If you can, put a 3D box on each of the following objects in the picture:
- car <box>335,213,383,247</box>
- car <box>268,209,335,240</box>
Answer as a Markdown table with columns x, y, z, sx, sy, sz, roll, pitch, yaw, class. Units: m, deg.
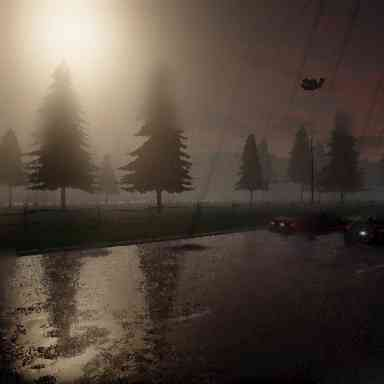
| x | y | z | sx | sy | sz | roll | pitch | yaw | class |
| --- | --- | --- | --- | --- | --- | --- | --- | --- | --- |
| 8.269 | 1.571 | 14.066 | 4.181 | 1.385 | 1.994 | 0 | 0 | -35 | car |
| 6.236 | 1.562 | 16.916 | 5.357 | 1.411 | 2.033 | 0 | 0 | -35 | car |
